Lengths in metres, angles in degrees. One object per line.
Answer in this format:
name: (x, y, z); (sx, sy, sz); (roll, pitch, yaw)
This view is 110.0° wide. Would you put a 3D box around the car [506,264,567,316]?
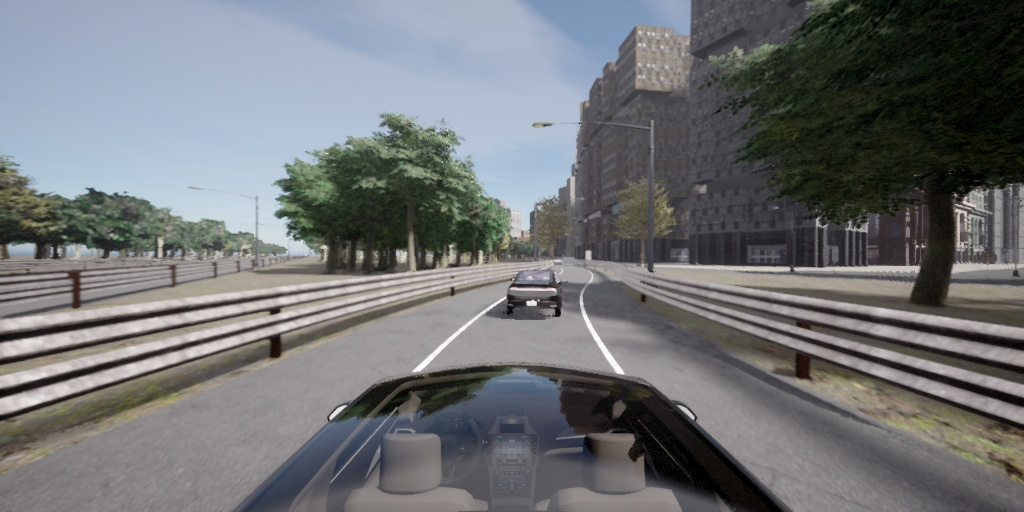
car: (0.976, 1.247, 13.430); (2.128, 1.511, 4.902); (0, 0, 9)
